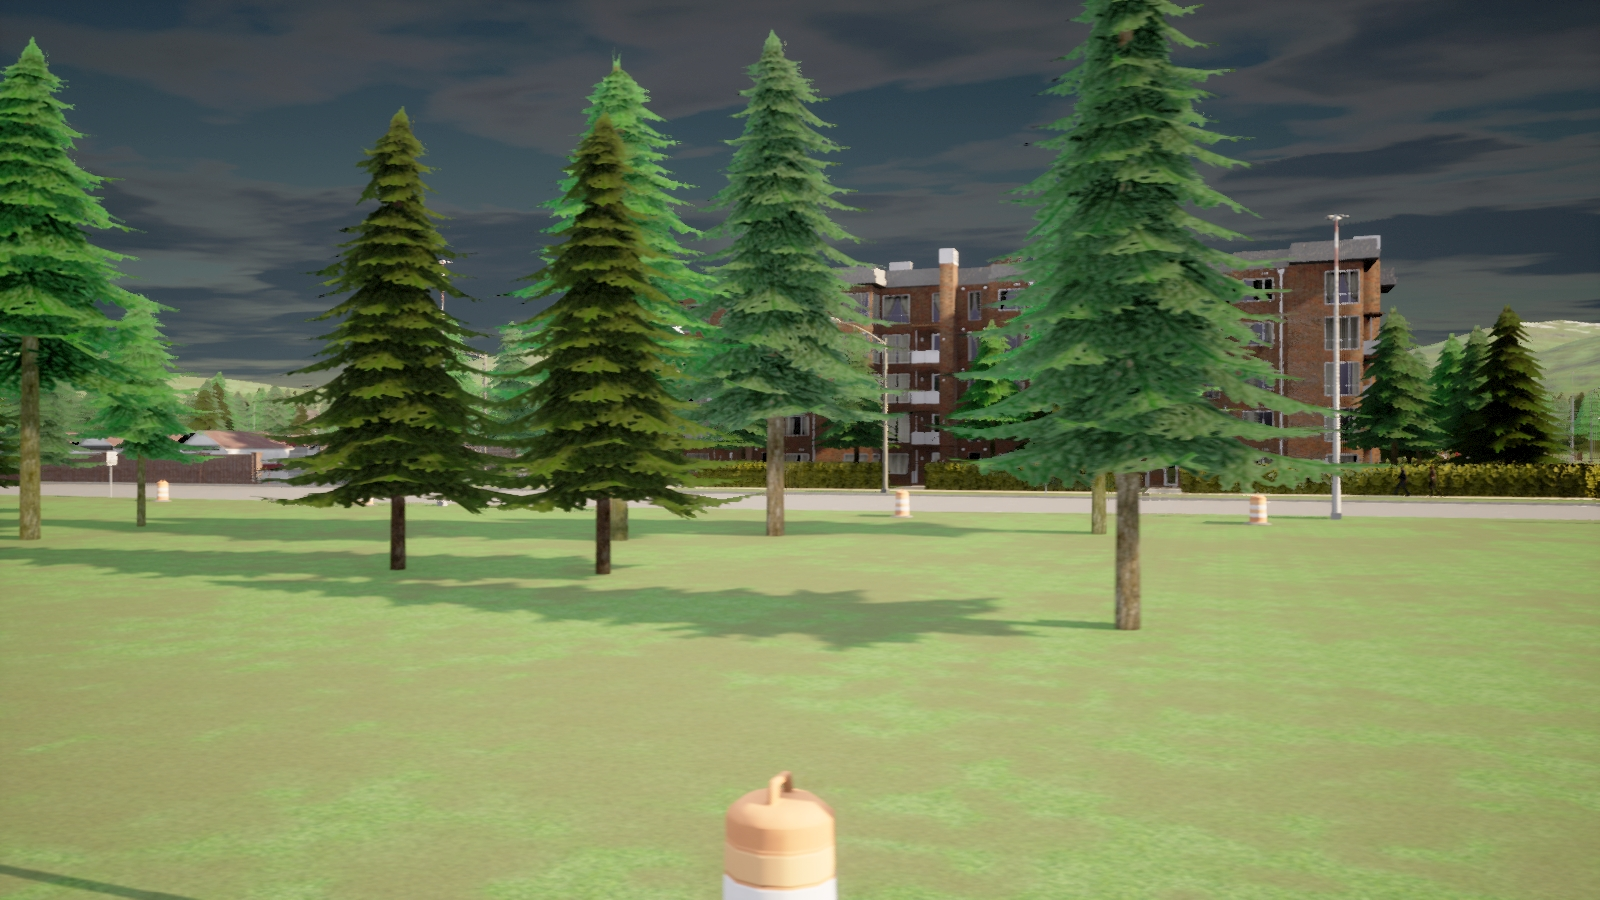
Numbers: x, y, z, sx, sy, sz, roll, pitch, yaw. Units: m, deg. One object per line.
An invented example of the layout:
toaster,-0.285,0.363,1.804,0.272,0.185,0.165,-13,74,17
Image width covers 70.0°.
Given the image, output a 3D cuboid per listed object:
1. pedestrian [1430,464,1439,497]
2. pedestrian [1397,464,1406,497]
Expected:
pedestrian,35.433,1.696,63.828,0.375,1.860,0.375,0,0,20
pedestrian,33.920,1.696,64.421,0.375,1.860,0.375,0,0,21
